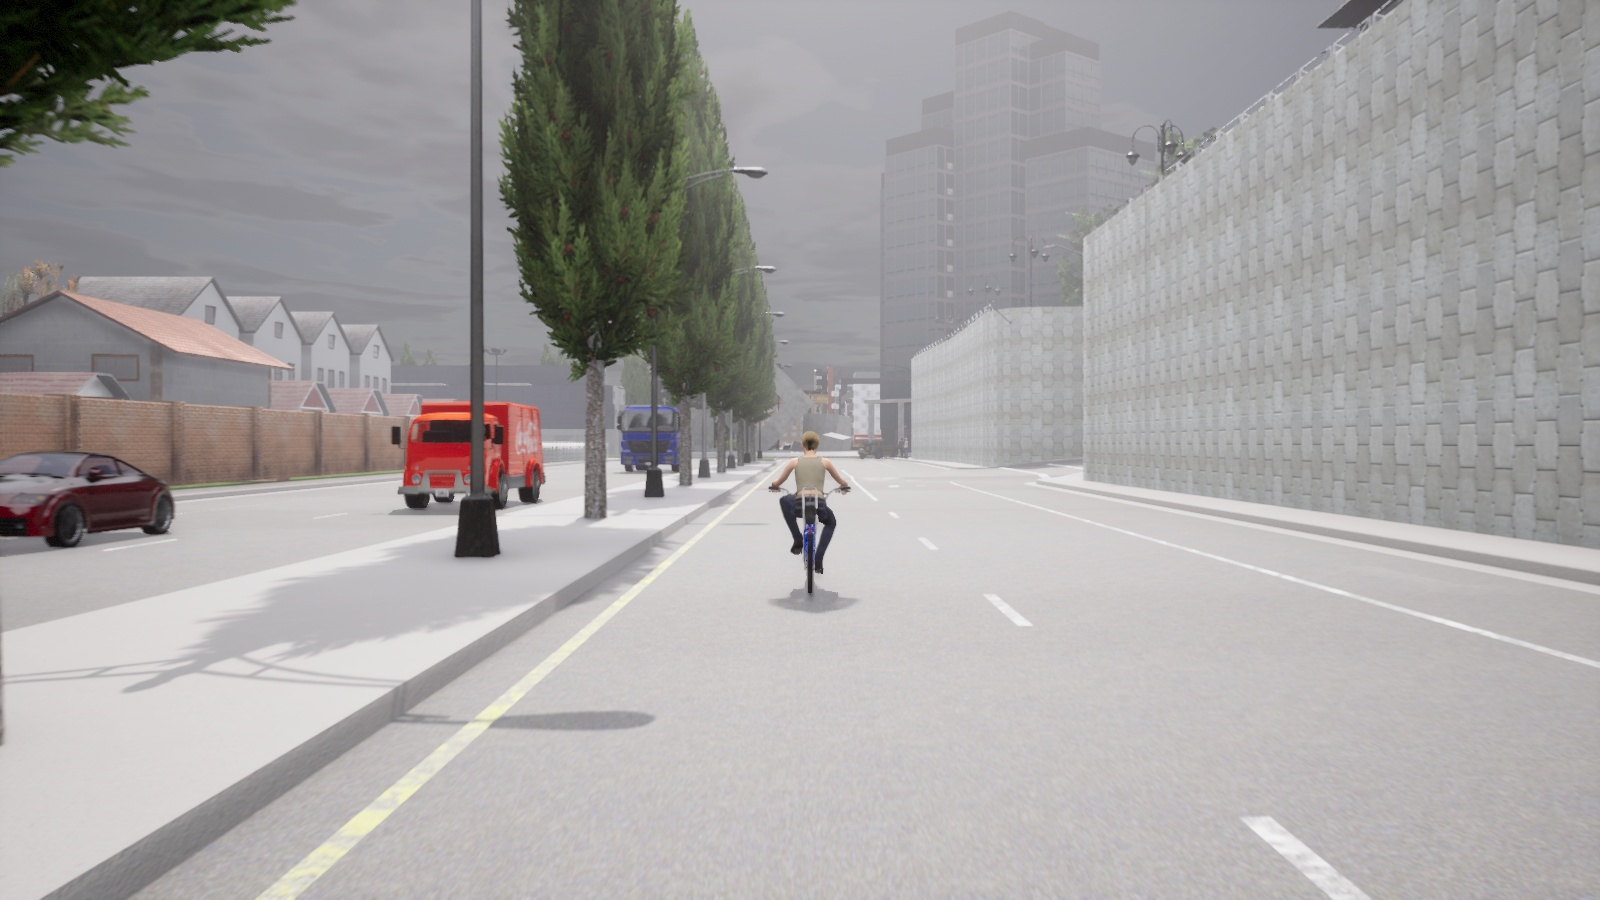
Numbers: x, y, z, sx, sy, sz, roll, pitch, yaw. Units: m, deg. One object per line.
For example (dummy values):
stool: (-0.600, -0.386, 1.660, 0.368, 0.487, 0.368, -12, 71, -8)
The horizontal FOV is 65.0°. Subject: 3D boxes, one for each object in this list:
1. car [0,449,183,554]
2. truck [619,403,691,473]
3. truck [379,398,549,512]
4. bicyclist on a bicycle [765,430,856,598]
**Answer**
car: (-11.368, 0.695, 18.982, 1.994, 1.385, 4.181, 0, 0, 0)
truck: (-7.572, -0.614, 66.661, 2.891, 3.462, 7.936, 0, 0, 0)
truck: (-7.800, 0.087, 29.841, 2.627, 2.467, 5.204, 0, 0, 0)
bicyclist on a bicycle: (0.100, 0.611, 12.793, 0.866, 1.612, 1.509, 0, 0, 0)
